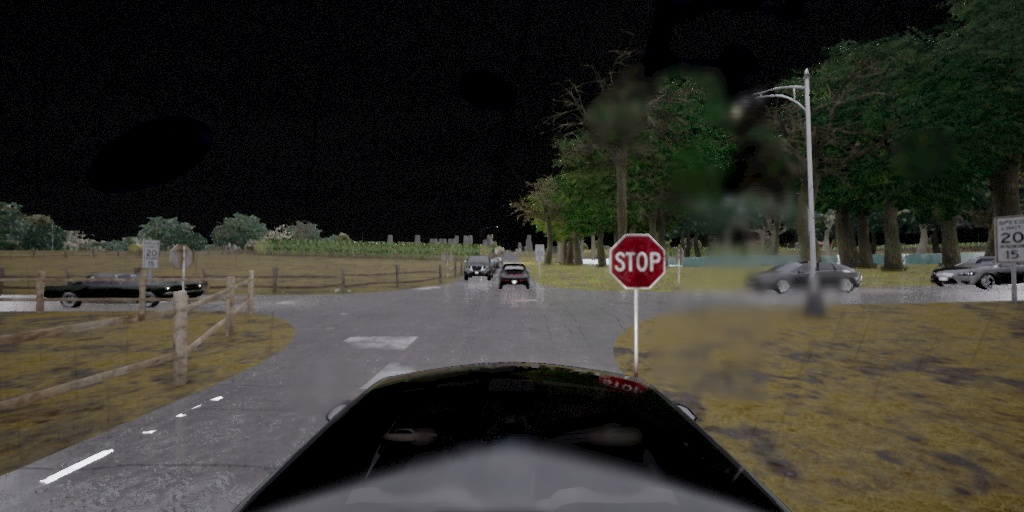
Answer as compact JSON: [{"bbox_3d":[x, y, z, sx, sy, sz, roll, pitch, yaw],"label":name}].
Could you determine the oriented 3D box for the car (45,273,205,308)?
[{"bbox_3d":[-15.442,1.350,14.526,4.718,1.301,1.895,0,-1,-1],"label":"car"}]

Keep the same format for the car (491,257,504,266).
[{"bbox_3d":[-2.622,0.895,65.200,2.128,1.511,4.902,0,1,0],"label":"car"}]

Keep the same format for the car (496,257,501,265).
[{"bbox_3d":[-2.750,1.141,40.553,2.128,1.511,4.902,0,0,0],"label":"car"}]

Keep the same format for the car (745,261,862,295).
[{"bbox_3d":[14.068,1.032,17.458,4.892,1.490,1.837,-1,-1,0],"label":"car"}]

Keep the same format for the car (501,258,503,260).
[{"bbox_3d":[-2.716,1.063,50.912,1.837,1.490,4.892,0,1,1],"label":"car"}]

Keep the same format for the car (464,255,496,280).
[{"bbox_3d":[-2.757,0.931,30.503,2.150,2.045,5.566,0,0,-1],"label":"car"}]

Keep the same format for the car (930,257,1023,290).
[{"bbox_3d":[23.454,0.777,17.467,4.902,1.511,2.128,-2,-1,0],"label":"car"}]

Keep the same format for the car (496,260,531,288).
[{"bbox_3d":[0.146,1.244,23.418,1.837,1.490,4.892,0,0,0],"label":"car"}]
